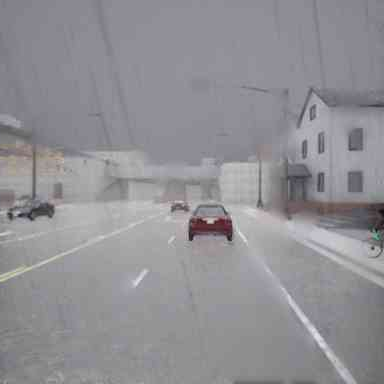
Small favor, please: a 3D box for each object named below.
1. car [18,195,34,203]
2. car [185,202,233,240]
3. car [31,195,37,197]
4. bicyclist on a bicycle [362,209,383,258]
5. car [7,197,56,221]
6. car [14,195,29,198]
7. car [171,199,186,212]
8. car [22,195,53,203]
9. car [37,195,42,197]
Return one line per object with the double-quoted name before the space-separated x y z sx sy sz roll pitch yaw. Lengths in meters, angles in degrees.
"car" -28.734 1.147 57.514 1.853 1.218 4.536 1 0 -33
"car" 0.965 1.396 17.393 2.097 1.767 4.553 1 0 3
"car" -28.707 1.304 57.470 2.038 1.542 4.974 1 0 -33
"bicyclist on a bicycle" 6.413 1.382 10.918 1.656 1.620 0.582 0 0 3
"car" -12.744 1.426 26.681 2.128 1.511 4.902 1 0 3
"car" -28.978 1.134 52.833 4.536 1.218 1.853 1 0 -43
"car" -1.398 1.596 39.210 1.812 1.442 4.674 1 0 3
"car" -29.208 1.311 62.872 2.038 1.542 4.974 0 0 32
"car" -29.233 1.154 62.828 1.853 1.218 4.536 0 0 32
